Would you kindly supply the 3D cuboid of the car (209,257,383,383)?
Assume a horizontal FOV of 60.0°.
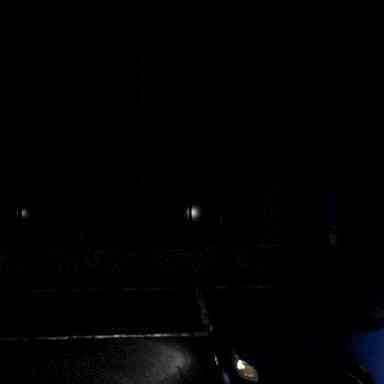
[{"bbox_3d":[2.942,1.547,4.029,5.357,1.411,2.033,0,0,-4],"label":"car"}]
